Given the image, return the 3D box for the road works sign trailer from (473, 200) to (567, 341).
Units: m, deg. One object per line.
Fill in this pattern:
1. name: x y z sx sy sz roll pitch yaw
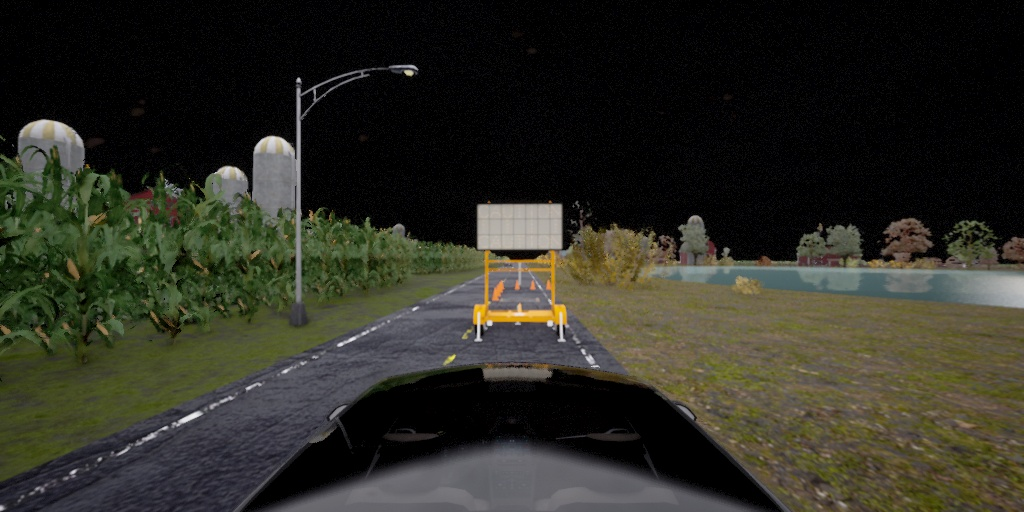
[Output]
1. road works sign trailer: 0.223 0.262 9.993 2.380 3.560 2.880 0 0 1
